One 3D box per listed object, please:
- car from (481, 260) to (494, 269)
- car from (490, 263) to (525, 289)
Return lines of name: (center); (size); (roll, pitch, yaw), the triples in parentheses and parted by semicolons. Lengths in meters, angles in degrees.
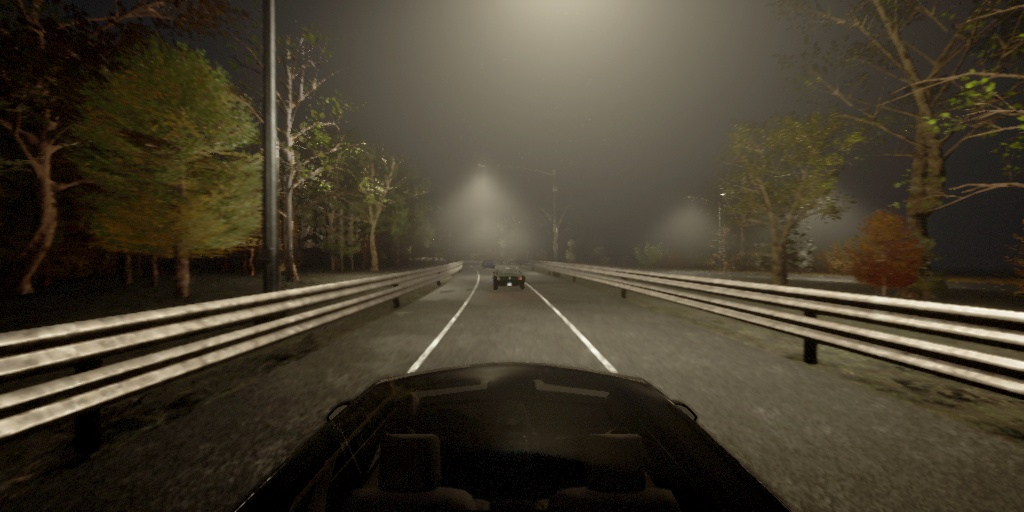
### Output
car: (-3.837, 1.289, 56.934); (2.033, 1.411, 5.357); (0, 0, -9)
car: (-0.297, 1.358, 23.223); (1.895, 1.301, 4.718); (0, 0, -4)
